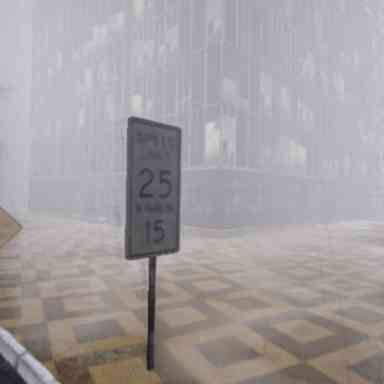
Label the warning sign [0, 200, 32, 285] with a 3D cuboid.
[{"bbox_3d":[-4.636,1.136,7.758,1.300,1.860,1.060,2,-1,-45],"label":"warning sign"}]
